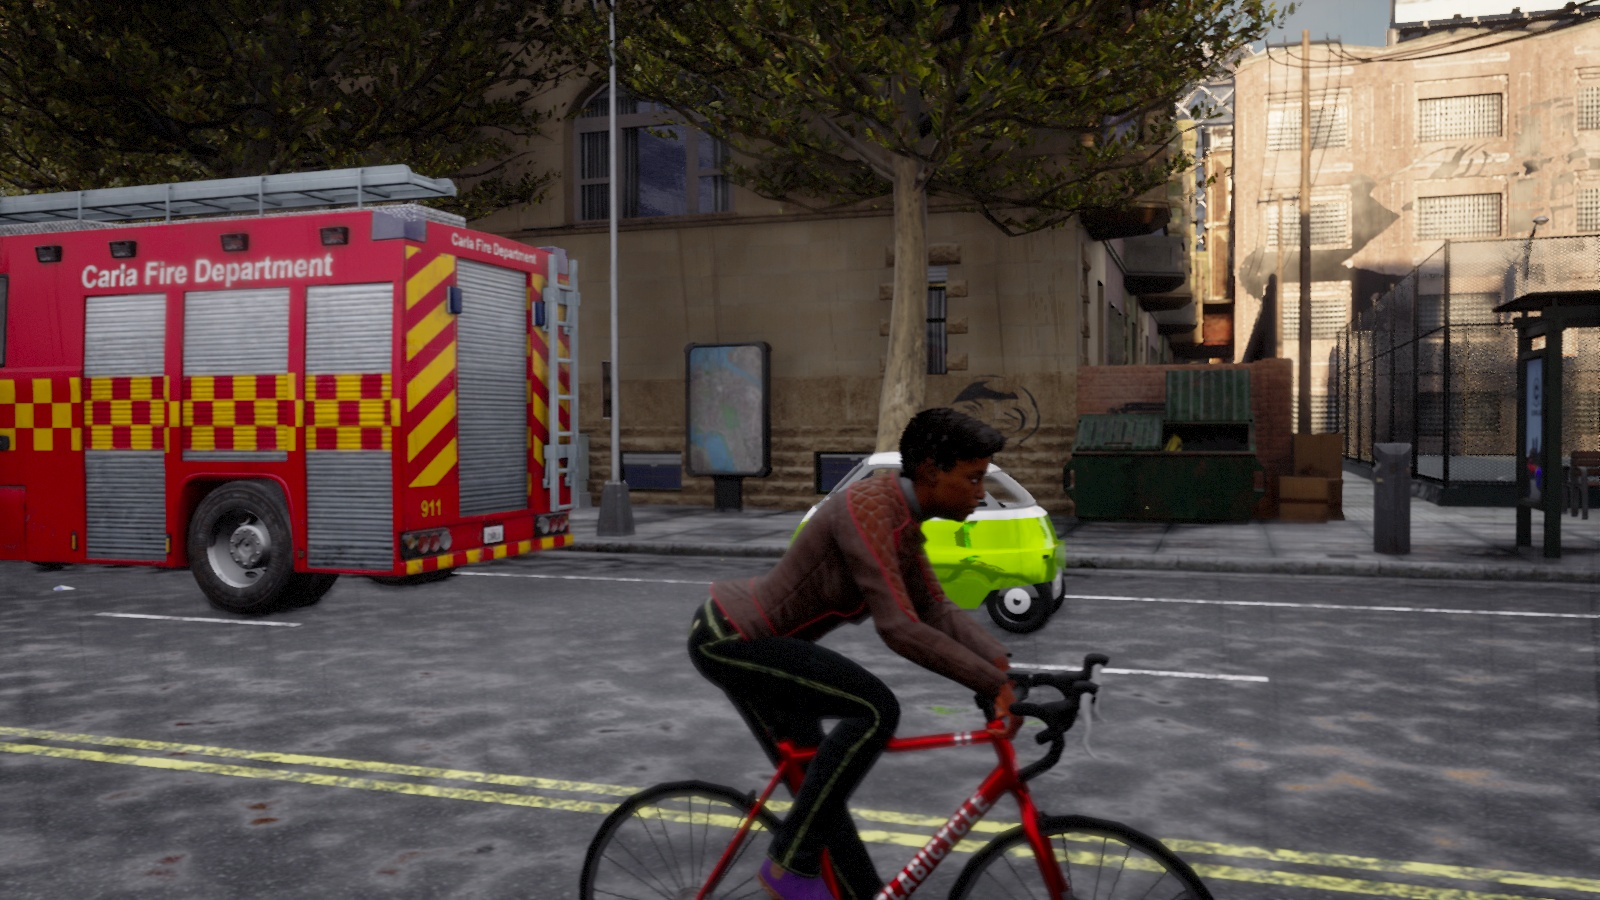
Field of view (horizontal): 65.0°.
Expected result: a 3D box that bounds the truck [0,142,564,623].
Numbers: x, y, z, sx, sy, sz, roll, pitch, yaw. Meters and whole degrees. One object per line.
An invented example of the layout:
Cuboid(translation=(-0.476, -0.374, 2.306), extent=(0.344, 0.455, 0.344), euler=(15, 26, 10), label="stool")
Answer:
Cuboid(translation=(-6.875, -0.592, 12.734), extent=(8.468, 3.827, 2.891), euler=(1, 1, 19), label="truck")

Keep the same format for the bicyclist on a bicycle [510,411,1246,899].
Cuboid(translation=(0.181, 0.724, 3.061), extent=(1.656, 1.620, 0.582), euler=(1, 1, 17), label="bicyclist on a bicycle")

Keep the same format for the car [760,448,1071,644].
Cuboid(translation=(0.974, 0.697, 10.199), extent=(2.207, 1.376, 1.481), euler=(1, 1, 19), label="car")
